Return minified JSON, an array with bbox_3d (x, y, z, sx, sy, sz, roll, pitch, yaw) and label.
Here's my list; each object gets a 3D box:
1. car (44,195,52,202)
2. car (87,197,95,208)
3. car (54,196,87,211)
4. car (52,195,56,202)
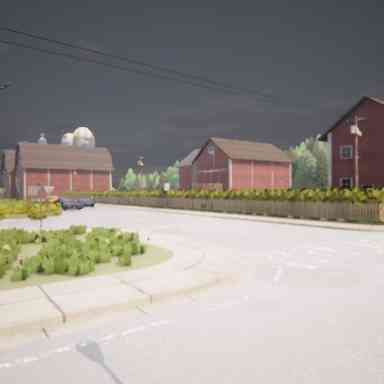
[{"bbox_3d":[-25.269,1.349,60.037,1.882,1.535,5.008,-1,0,-36],"label":"car"},{"bbox_3d":[-14.952,1.434,45.834,1.994,1.385,4.181,-1,0,-35],"label":"car"},{"bbox_3d":[-14.156,1.467,38.514,1.994,1.385,4.181,-1,0,-35],"label":"car"},{"bbox_3d":[-20.651,1.435,53.640,1.994,1.385,4.181,-1,0,-36],"label":"car"}]
